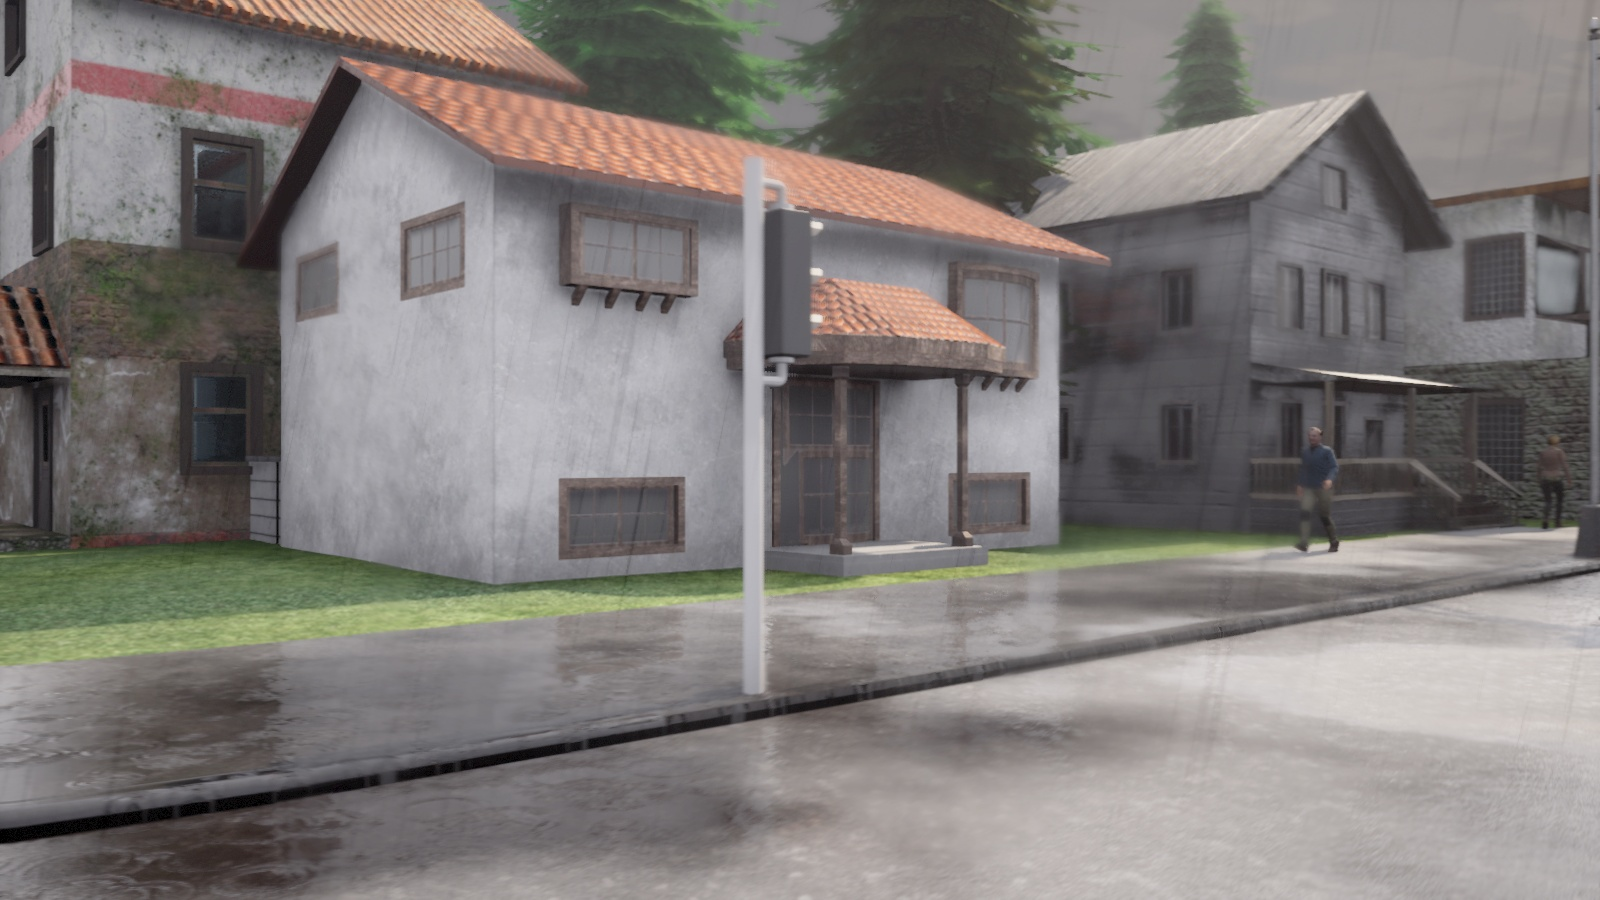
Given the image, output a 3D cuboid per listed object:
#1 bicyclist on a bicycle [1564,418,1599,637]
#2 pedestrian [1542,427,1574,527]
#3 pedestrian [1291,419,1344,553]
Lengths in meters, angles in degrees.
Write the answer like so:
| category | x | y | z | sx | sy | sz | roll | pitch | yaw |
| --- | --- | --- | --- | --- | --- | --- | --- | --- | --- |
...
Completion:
| category | x | y | z | sx | sy | sz | roll | pitch | yaw |
| --- | --- | --- | --- | --- | --- | --- | --- | --- | --- |
| bicyclist on a bicycle | 7.233 | 0.632 | 10.733 | 1.843 | 1.776 | 0.659 | 0 | 0 | -41 |
| pedestrian | 14.253 | 0.496 | 23.604 | 0.634 | 1.846 | 0.331 | 0 | 0 | -41 |
| pedestrian | 7.252 | 0.495 | 17.598 | 0.726 | 1.842 | 0.402 | 0 | 0 | -41 |
